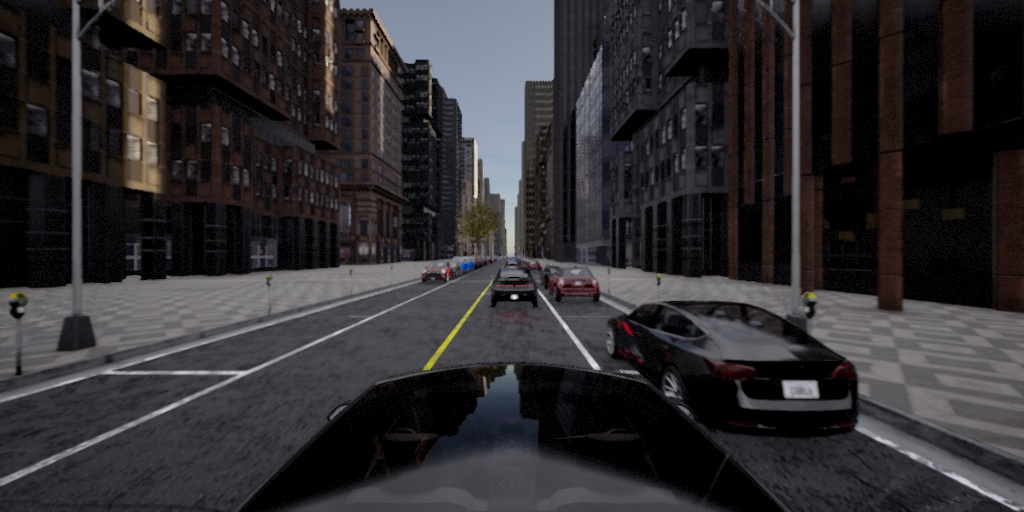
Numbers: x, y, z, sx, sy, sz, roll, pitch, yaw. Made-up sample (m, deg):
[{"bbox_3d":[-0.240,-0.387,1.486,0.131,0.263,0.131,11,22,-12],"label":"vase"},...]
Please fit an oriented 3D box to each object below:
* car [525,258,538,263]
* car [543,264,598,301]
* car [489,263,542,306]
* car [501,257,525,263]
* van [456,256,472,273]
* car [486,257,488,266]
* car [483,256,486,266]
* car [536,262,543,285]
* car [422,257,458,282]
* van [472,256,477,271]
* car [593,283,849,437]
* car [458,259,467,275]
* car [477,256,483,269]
[{"bbox_3d":[2.753,1.237,45.254,1.802,1.307,4.207,0,0,0],"label":"car"},{"bbox_3d":[2.759,1.155,16.865,1.967,1.591,4.097,0,0,0],"label":"car"},{"bbox_3d":[0.088,1.225,15.483,1.837,1.490,4.892,0,0,0],"label":"car"},{"bbox_3d":[0.091,1.177,37.356,1.837,1.490,4.892,0,0,0],"label":"car"},{"bbox_3d":[-5.770,1.010,39.568,1.690,1.789,3.998,0,0,0],"label":"van"},{"bbox_3d":[-5.775,1.188,62.278,1.948,1.339,4.313,0,0,0],"label":"car"},{"bbox_3d":[-5.774,0.948,56.601,2.192,1.841,5.009,0,0,0],"label":"car"},{"bbox_3d":[2.758,1.269,22.543,1.948,1.339,4.313,0,0,0],"label":"car"},{"bbox_3d":[-5.768,1.133,28.213,1.967,1.591,4.097,0,0,0],"label":"car"},{"bbox_3d":[-5.772,0.998,45.246,1.690,1.789,3.998,0,0,0],"label":"van"},{"bbox_3d":[2.762,1.307,5.511,1.948,1.339,4.313,0,0,0],"label":"car"},{"bbox_3d":[-5.769,1.231,33.891,2.007,1.370,4.403,0,0,0],"label":"car"},{"bbox_3d":[-5.773,0.960,50.923,2.192,1.841,5.009,0,0,0],"label":"car"}]
